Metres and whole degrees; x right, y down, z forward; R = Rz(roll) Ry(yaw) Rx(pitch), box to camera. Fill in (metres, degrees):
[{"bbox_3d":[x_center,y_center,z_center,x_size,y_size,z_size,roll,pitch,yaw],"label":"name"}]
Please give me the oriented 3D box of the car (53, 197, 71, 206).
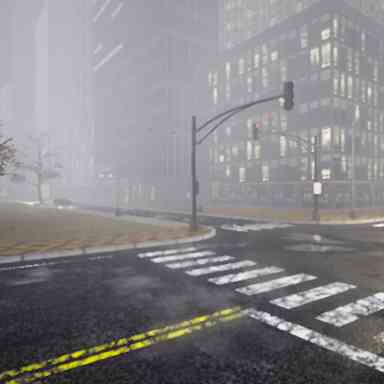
[{"bbox_3d":[-21.280,1.548,54.540,1.895,1.301,4.718,0,0,-35],"label":"car"}]
